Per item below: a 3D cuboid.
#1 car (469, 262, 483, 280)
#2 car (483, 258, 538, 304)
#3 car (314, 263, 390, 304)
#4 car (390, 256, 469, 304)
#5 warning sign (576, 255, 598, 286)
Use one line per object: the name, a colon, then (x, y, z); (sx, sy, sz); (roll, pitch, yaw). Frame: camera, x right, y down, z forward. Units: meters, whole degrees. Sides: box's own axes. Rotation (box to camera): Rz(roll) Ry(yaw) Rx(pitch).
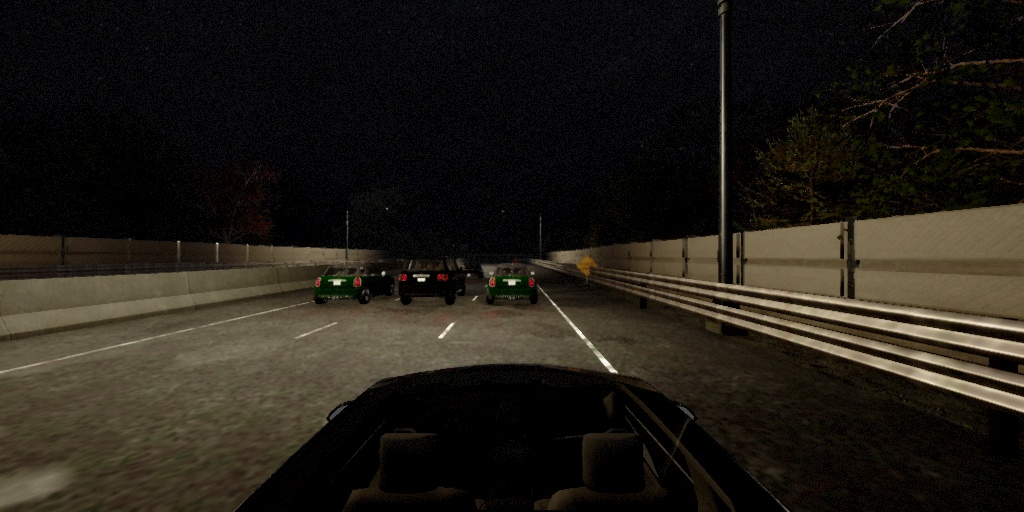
car: (-3.500, 1.284, 31.501); (1.837, 1.490, 4.892); (0, 0, 0)
car: (0.000, 1.120, 16.470); (2.097, 1.767, 4.553); (0, 0, 0)
car: (-7.000, 1.120, 16.470); (2.097, 1.767, 4.553); (0, 0, 0)
car: (-3.500, 1.011, 16.530); (2.150, 2.045, 5.566); (0, 0, 0)
warning sign: (4.550, 0.871, 21.754); (1.300, 1.860, 1.060); (0, 0, 0)
